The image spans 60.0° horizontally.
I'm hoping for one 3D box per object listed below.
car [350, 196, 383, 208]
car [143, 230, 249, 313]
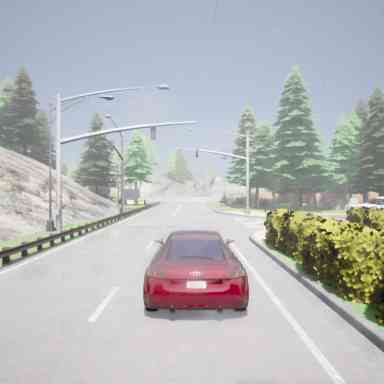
[{"bbox_3d":[16.090,1.384,27.836,5.566,2.045,2.150,0,0,0],"label":"car"},{"bbox_3d":[0.070,1.564,7.731,1.994,1.385,4.181,0,0,0],"label":"car"}]
